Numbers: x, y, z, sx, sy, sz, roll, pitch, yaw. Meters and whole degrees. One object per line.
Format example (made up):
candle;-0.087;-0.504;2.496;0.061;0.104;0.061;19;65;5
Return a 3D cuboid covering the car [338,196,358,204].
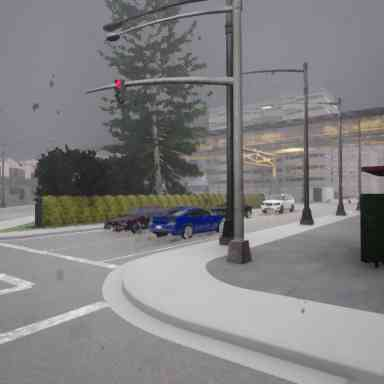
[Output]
car;31.907;1.521;67.979;4.974;1.542;2.038;0;0;-29

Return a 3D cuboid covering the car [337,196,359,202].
car;31.951;1.363;68.006;4.536;1.218;1.853;0;0;-29

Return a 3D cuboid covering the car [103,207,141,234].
car;-2.728;1.602;20.050;2.033;1.411;5.357;-1;0;36

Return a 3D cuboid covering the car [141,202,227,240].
car;-0.080;1.497;17.461;1.882;1.535;5.008;-1;0;36

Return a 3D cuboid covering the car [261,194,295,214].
car;9.696;1.280;37.161;2.150;2.045;5.566;-1;0;36

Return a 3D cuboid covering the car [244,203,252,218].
car;3.393;1.534;28.497;1.882;1.535;5.008;-1;0;36
